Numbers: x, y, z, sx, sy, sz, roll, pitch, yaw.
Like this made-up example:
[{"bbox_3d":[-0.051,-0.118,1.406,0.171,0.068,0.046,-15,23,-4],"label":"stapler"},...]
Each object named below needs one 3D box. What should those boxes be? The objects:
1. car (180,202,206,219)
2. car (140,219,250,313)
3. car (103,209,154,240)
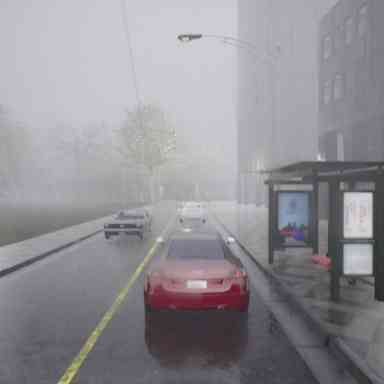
[{"bbox_3d":[0.055,1.503,25.035,1.812,1.442,4.674,0,0,0],"label":"car"},{"bbox_3d":[0.085,1.554,7.703,1.994,1.385,4.181,0,0,0],"label":"car"},{"bbox_3d":[-3.131,1.585,17.104,1.895,1.301,4.718,0,0,0],"label":"car"}]
